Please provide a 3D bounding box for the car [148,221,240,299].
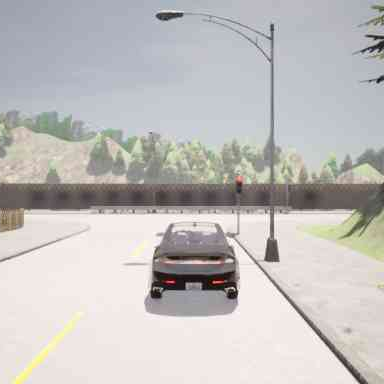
[{"bbox_3d":[0.067,1.491,8.427,2.128,1.511,4.902,0,0,1],"label":"car"}]
